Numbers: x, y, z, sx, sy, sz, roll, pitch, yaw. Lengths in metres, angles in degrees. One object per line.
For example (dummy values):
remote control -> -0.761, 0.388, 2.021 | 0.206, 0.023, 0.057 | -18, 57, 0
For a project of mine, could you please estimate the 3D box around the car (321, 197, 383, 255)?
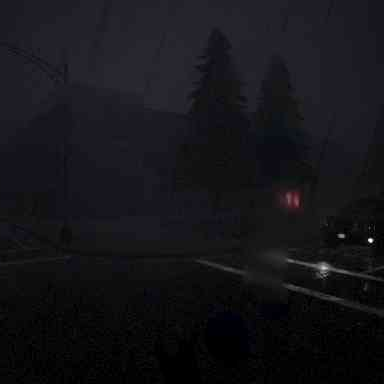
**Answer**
car -> 7.665, 1.248, 13.763 | 5.566, 2.045, 2.150 | 0, 0, -37
